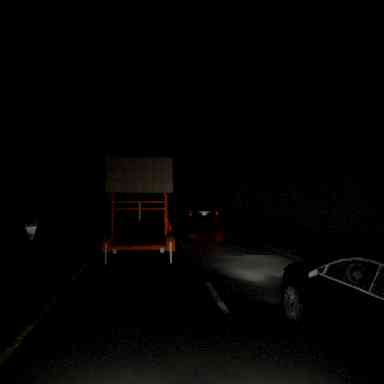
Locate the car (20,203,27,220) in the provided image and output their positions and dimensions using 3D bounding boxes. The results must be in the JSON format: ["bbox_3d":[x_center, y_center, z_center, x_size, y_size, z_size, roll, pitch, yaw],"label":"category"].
[{"bbox_3d":[-14.368,1.492,25.644,2.128,1.511,4.902,0,0,-8],"label":"car"}]

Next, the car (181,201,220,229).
[{"bbox_3d":[0.450,1.355,22.089,2.097,1.767,4.553,0,0,-7],"label":"car"}]

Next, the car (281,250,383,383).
[{"bbox_3d":[2.759,1.492,4.228,2.128,1.511,4.902,0,0,-7],"label":"car"}]

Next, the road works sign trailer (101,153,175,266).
[{"bbox_3d":[-1.832,0.465,11.667,2.380,3.560,2.880,0,0,-7],"label":"road works sign trailer"}]
